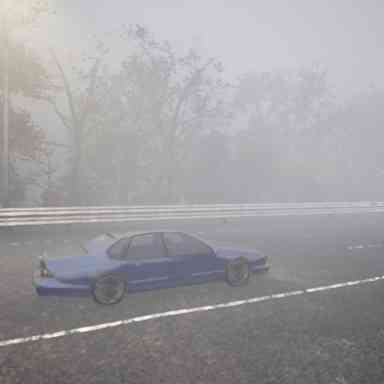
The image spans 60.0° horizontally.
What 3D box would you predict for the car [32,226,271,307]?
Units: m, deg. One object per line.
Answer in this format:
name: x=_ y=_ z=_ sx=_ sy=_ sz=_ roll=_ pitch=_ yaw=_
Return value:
car: x=-0.783 y=1.525 z=7.817 sx=5.357 sy=1.411 sz=2.033 roll=0 pitch=0 yaw=-26
